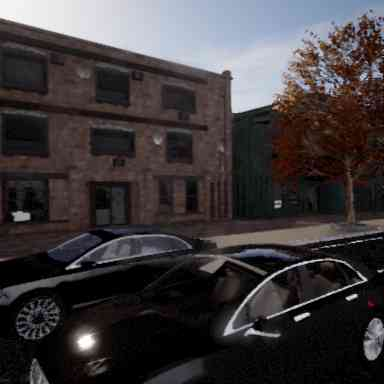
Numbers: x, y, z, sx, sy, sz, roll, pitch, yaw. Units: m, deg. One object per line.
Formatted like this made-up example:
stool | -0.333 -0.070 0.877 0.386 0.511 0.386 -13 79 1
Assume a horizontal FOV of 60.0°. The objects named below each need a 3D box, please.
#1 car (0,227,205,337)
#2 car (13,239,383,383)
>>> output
car | -1.607 1.486 6.534 4.902 1.511 2.128 0 0 -36
car | 0.673 1.498 4.168 4.892 1.490 1.837 0 0 -36
